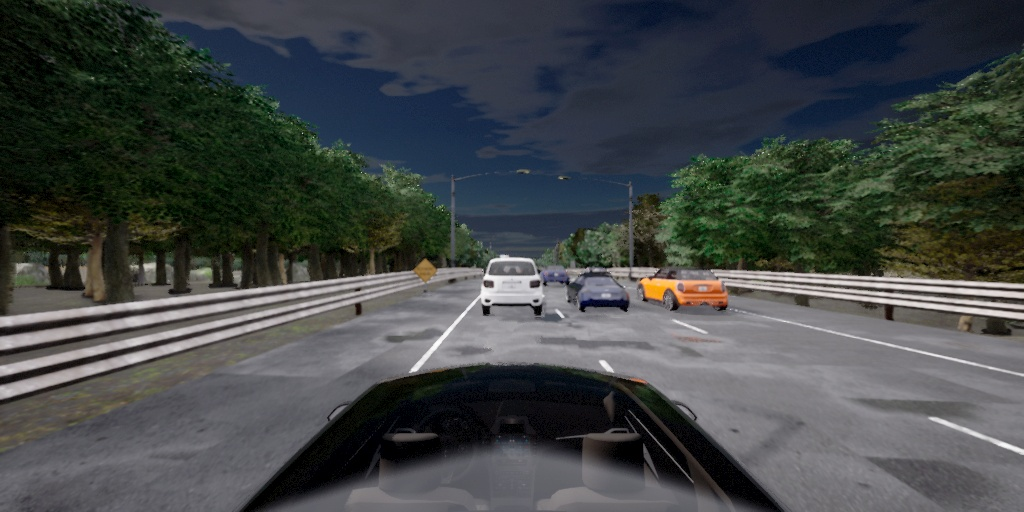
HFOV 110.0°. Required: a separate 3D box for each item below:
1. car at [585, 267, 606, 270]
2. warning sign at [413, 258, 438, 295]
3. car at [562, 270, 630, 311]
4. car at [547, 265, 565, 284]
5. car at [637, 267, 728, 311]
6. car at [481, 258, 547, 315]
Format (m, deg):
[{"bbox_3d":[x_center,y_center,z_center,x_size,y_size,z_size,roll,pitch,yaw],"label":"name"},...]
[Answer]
[{"bbox_3d":[7.009,1.685,30.407,2.128,1.511,4.902,0,-1,0],"label":"car"},{"bbox_3d":[-4.554,1.057,18.870,1.300,1.860,1.060,0,0,0],"label":"warning sign"},{"bbox_3d":[3.512,1.456,15.302,1.994,1.385,4.181,0,-1,0],"label":"car"},{"bbox_3d":[3.509,1.541,30.311,2.097,1.767,4.553,0,-2,0],"label":"car"},{"bbox_3d":[7.013,1.242,15.281,2.097,1.767,4.553,0,-1,0],"label":"car"},{"bbox_3d":[0.004,1.106,14.421,2.150,2.045,5.566,0,0,0],"label":"car"}]
